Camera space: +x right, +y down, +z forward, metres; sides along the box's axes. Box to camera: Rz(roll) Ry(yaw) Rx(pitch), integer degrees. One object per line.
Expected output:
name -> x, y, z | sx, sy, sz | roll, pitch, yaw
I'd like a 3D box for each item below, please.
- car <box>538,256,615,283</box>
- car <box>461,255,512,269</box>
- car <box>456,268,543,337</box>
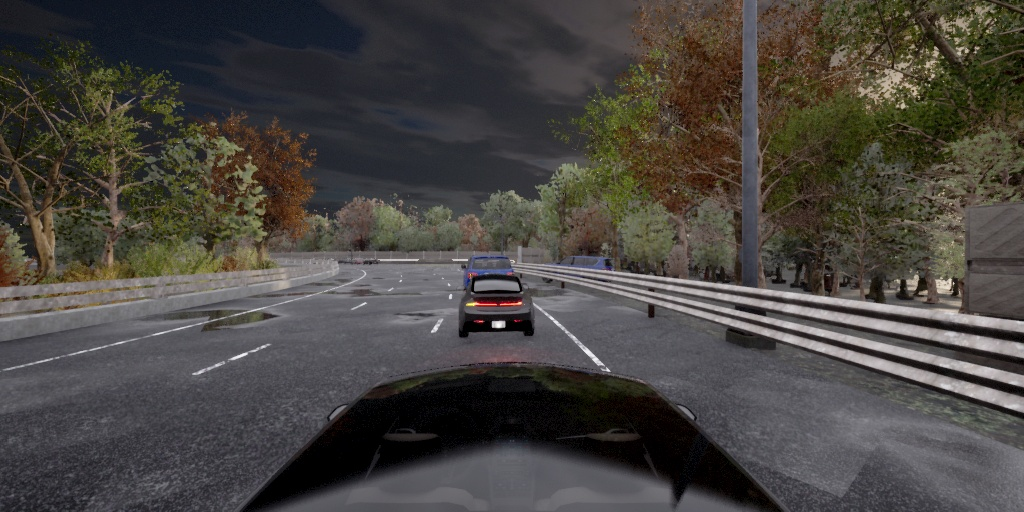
car -> 4.613, 1.010, 25.792 | 5.566, 2.045, 2.150 | 4, 0, 34
car -> -1.201, 0.971, 17.173 | 2.150, 2.045, 5.566 | 0, 0, -9
car -> -0.519, 1.255, 10.288 | 1.837, 1.490, 4.892 | 0, 0, -5
